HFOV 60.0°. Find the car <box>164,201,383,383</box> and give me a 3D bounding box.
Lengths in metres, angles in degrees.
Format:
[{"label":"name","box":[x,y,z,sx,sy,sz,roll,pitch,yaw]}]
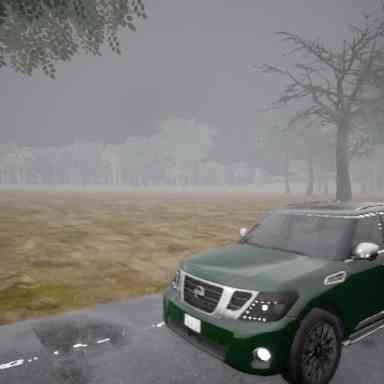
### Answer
[{"label":"car","box":[2.250,1.210,5.609,5.566,2.045,2.150,0,0,-36]}]
